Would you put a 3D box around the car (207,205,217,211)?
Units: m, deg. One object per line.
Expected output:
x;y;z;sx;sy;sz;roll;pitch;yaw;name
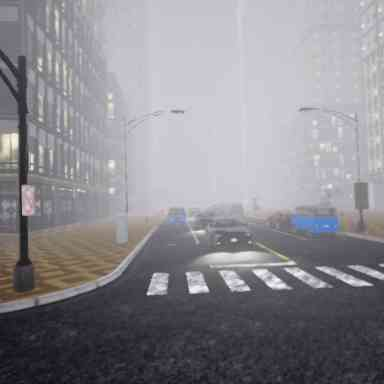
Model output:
4.783;3.864;81.605;2.008;1.369;4.403;-1;-2;-3;car

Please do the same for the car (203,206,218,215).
3.130;3.202;57.749;2.033;1.411;5.357;-2;-2;-3;car

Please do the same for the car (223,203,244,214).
6.227;2.603;48.423;2.192;1.841;5.009;-1;-2;-3;car

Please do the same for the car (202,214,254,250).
1.808;2.045;17.003;1.994;1.385;4.181;-2;-2;-3;car

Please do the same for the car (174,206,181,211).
-3.827;4.299;86.762;1.802;1.307;4.206;-1;-2;-3;car

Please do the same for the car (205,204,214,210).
4.533;4.015;87.306;1.752;1.417;4.829;-1;-2;-3;car

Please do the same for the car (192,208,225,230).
1.314;2.400;28.426;1.994;1.385;4.181;-2;-2;-2;car

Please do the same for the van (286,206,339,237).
7.550;1.767;20.775;1.690;1.788;3.998;-1;-2;-3;van

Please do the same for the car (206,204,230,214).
3.600;2.885;47.524;2.033;1.411;5.357;-2;-2;-2;car

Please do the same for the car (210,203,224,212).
5.260;3.287;70.549;2.192;1.841;5.009;-1;-2;-3;car

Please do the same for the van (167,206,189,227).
-1.416;2.347;31.455;1.690;1.788;3.998;-1;-2;-3;van

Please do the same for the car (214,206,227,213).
5.508;3.367;65.010;1.947;1.339;4.313;-1;-2;-3;car

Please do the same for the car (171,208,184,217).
-2.378;3.242;53.573;2.008;1.369;4.403;-1;-2;-3;car

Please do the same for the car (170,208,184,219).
-2.135;3.086;48.042;1.947;1.339;4.313;-1;-2;-3;car

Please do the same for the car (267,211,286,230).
7.223;2.145;26.295;1.887;1.381;4.507;-1;-2;-3;car

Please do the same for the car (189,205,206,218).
0.507;2.942;48.292;2.128;1.511;4.902;-2;-2;-2;car
